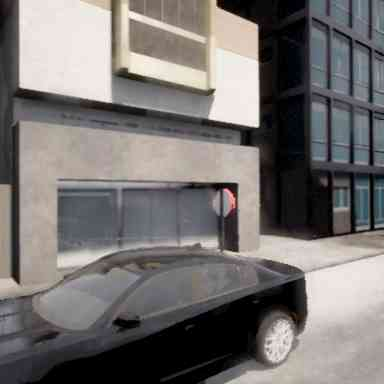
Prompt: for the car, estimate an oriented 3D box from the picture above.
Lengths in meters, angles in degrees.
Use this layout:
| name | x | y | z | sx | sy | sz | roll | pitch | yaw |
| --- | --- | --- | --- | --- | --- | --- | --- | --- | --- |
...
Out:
| name | x | y | z | sx | sy | sz | roll | pitch | yaw |
| --- | --- | --- | --- | --- | --- | --- | --- | --- | --- |
| car | -0.593 | 1.500 | 4.190 | 5.008 | 1.535 | 1.882 | 0 | 0 | -36 |
